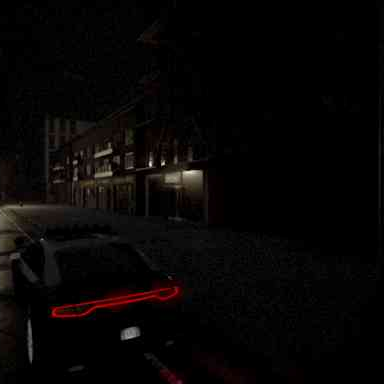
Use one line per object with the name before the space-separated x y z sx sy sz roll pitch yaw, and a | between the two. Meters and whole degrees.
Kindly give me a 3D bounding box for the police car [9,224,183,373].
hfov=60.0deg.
police car | -2.091 1.424 6.030 1.930 1.638 5.238 0 0 -32
